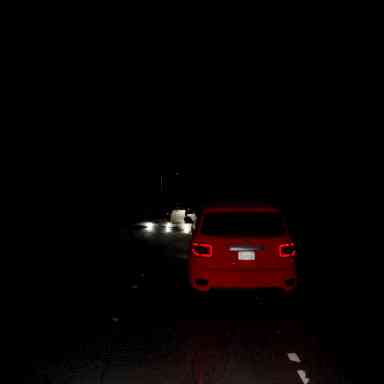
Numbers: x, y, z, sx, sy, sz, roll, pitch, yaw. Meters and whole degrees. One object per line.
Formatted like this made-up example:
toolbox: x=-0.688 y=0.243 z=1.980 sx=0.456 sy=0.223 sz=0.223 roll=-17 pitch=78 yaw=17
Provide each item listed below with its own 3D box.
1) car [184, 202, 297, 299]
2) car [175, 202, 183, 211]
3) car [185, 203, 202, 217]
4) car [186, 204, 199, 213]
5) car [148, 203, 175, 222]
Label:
car: x=0.979 y=1.250 z=8.620 sx=2.150 sy=2.045 sz=5.566 roll=0 pitch=0 yaw=0
car: x=-2.635 y=2.570 z=58.298 sx=1.882 sy=1.535 sz=5.008 roll=0 pitch=-2 yaw=0
car: x=0.144 y=2.044 z=38.526 sx=1.812 sy=1.442 sz=4.674 roll=0 pitch=-2 yaw=-1
car: x=0.095 y=2.388 z=48.475 sx=1.895 sy=1.301 sz=4.718 roll=0 pitch=-2 yaw=0
car: x=-2.791 y=1.787 z=29.755 sx=1.882 sy=1.535 sz=5.008 roll=0 pitch=-1 yaw=0
